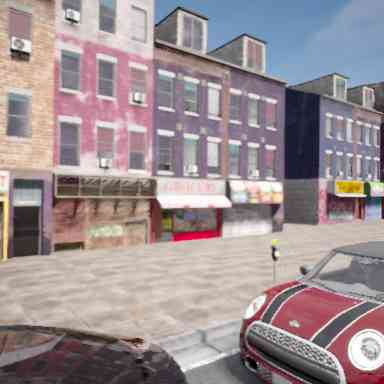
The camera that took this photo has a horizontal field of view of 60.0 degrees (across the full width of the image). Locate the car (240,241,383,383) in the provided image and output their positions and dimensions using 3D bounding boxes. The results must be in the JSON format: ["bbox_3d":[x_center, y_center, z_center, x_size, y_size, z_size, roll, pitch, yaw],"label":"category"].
[{"bbox_3d":[2.581,1.494,4.647,4.097,1.590,1.967,1,0,-36],"label":"car"}]

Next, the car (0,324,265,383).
[{"bbox_3d":[-1.925,1.556,1.433,4.313,1.339,1.947,1,0,-36],"label":"car"}]
